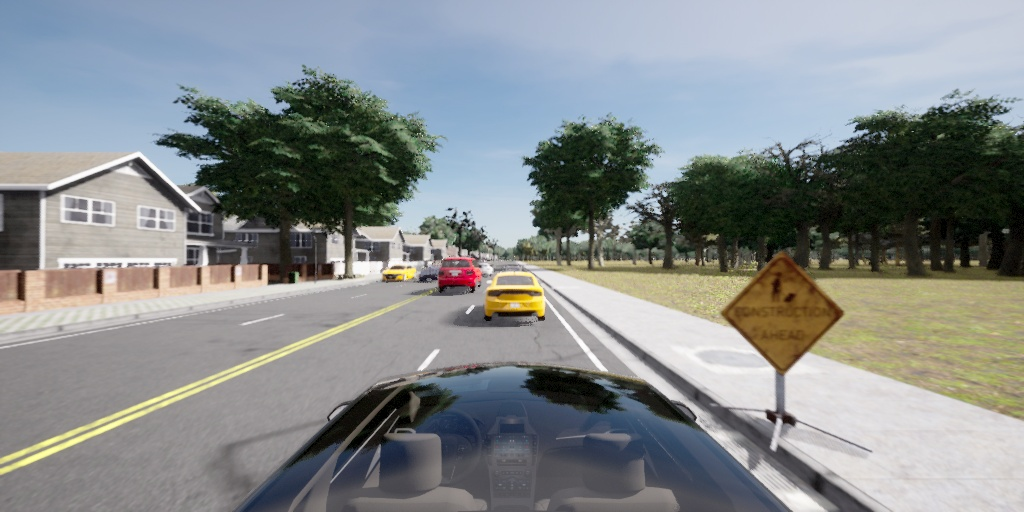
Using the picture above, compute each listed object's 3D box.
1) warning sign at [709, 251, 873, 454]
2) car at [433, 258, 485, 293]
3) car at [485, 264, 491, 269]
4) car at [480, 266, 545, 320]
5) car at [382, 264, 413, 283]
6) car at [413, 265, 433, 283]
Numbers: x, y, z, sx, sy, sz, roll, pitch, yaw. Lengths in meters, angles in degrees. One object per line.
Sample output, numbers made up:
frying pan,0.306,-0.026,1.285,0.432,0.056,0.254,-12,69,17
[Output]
warning sign,2.850,0.881,3.805,1.300,1.860,1.060,0,0,0
car,-3.150,1.133,22.492,2.150,2.045,5.566,0,0,0
car,-3.151,1.580,40.848,1.812,1.442,4.674,0,0,0
car,0.091,1.315,13.020,1.882,1.535,5.008,0,0,0
car,-9.849,1.460,31.576,1.882,1.535,5.008,0,0,0
car,-6.601,1.526,31.086,2.033,1.411,5.357,0,0,0
